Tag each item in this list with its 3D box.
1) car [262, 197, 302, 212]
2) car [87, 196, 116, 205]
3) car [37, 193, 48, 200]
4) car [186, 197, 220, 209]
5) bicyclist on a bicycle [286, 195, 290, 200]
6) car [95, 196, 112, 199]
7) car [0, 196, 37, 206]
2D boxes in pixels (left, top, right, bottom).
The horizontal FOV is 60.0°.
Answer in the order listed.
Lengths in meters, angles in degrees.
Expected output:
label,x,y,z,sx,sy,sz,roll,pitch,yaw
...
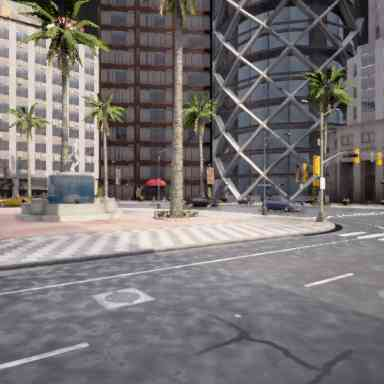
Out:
label,x,y,z,sx,sy,sz,roll,pitch,yaw
car,10.337,1.362,38.436,2.097,1.767,4.553,0,0,-39
car,-16.106,1.532,59.273,4.674,1.442,1.812,0,0,2
car,-25.902,1.225,58.670,5.566,2.045,2.150,0,0,-10
car,1.496,1.487,46.915,5.008,1.535,1.882,0,0,32
bicyclist on a bicycle,15.717,1.315,54.567,0.582,1.620,1.656,0,0,42
car,-15.041,1.531,52.288,4.674,1.442,1.812,0,0,3
car,-28.767,1.480,54.452,5.008,1.535,1.882,0,0,-14
